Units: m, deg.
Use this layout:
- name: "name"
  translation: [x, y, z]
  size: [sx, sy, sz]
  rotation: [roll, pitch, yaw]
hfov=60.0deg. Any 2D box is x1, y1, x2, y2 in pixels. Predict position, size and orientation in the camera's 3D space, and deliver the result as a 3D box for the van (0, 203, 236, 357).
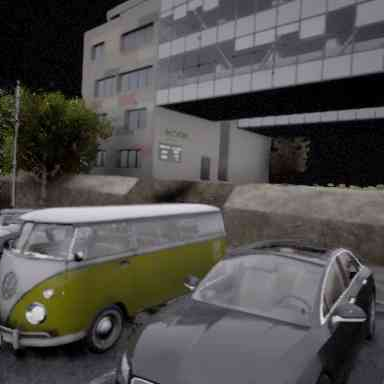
- name: "van"
  translation: [-1.156, 1.225, 5.961]
  size: [1.878, 1.987, 4.442]
  rotation: [0, 0, 35]
